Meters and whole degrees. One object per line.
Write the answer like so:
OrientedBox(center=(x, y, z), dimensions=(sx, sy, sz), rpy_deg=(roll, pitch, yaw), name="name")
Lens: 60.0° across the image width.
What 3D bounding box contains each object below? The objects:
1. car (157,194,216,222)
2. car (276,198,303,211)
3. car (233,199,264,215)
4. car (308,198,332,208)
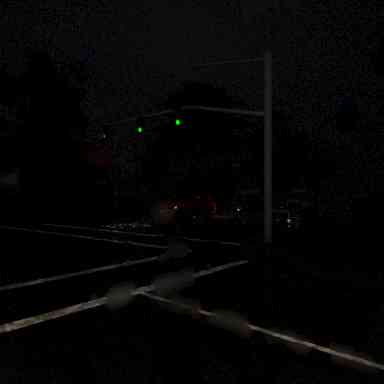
OrientedBox(center=(-0.337, 1.221, 27.008), dimensions=(2.150, 2.045, 5.566), rpy_deg=(0, 0, 41), name="car")
OrientedBox(center=(12.272, 1.526, 41.512), dimensions=(1.812, 1.442, 4.674), rpy_deg=(0, 0, 41), name="car")
OrientedBox(center=(6.173, 1.491, 34.493), dimensions=(2.128, 1.511, 4.902), rpy_deg=(0, 0, 41), name="car")
OrientedBox(center=(18.905, 1.601, 49.120), dimensions=(1.895, 1.301, 4.718), rpy_deg=(0, 0, 41), name="car")
